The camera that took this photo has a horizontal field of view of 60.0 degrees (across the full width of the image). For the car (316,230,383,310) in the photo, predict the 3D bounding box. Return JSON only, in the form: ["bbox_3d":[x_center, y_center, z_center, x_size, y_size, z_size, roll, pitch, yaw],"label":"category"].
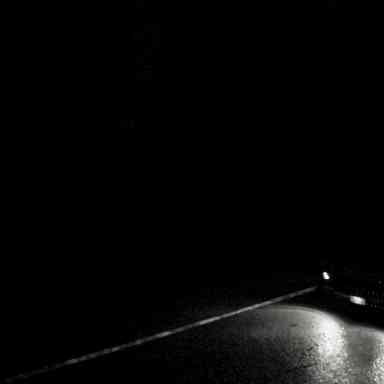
[{"bbox_3d":[5.080,1.562,7.616,5.357,1.411,2.033,0,0,-38],"label":"car"}]
